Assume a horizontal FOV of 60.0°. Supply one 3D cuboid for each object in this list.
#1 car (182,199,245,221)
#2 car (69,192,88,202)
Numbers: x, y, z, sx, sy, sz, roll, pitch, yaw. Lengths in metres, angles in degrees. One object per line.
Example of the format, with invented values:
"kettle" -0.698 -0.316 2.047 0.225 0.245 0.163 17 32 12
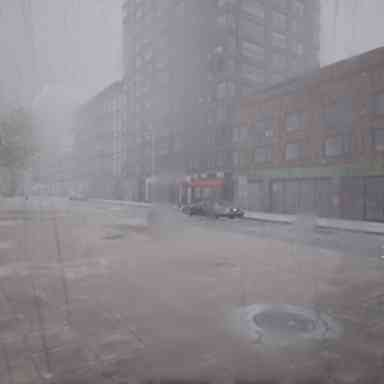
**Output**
"car" 1.397 1.209 24.016 2.033 1.411 5.357 0 1 -35
"car" -17.389 0.744 50.737 2.128 1.511 4.902 0 0 -35
